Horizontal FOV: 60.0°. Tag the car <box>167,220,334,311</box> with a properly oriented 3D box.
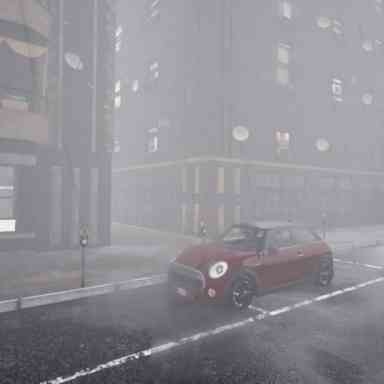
[{"bbox_3d":[1.426,1.441,7.722,4.097,1.590,1.967,0,1,-36],"label":"car"}]
